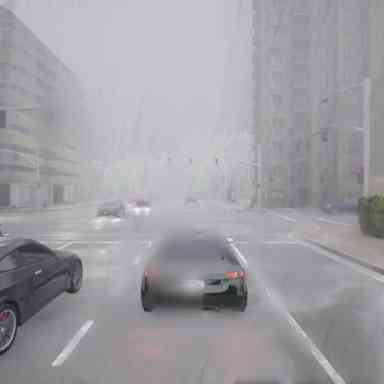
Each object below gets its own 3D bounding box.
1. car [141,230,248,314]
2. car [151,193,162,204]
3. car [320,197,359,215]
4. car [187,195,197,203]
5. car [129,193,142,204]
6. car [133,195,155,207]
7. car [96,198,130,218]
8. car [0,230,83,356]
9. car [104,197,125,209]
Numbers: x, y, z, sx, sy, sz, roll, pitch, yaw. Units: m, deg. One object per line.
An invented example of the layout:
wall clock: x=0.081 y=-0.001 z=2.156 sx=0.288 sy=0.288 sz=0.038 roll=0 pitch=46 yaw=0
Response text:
car: x=0.046 y=1.563 z=7.692 sx=1.994 sy=1.385 sz=4.181 roll=0 pitch=0 yaw=0
car: x=-7.185 y=1.215 z=66.097 sx=2.150 sy=2.045 sz=5.566 roll=0 pitch=0 yaw=0
car: x=15.502 y=1.347 z=33.736 sx=4.553 sy=1.767 sz=2.097 roll=0 pitch=0 yaw=1
car: x=-0.071 y=1.343 z=69.733 sx=2.097 sy=1.767 sz=4.553 roll=0 pitch=0 yaw=0
car: x=-10.693 y=1.216 z=64.114 sx=2.150 sy=2.045 sz=5.566 roll=0 pitch=0 yaw=0
car: x=-7.219 y=1.594 z=50.130 sx=1.895 sy=1.301 sz=4.718 roll=0 pitch=0 yaw=0
car: x=-7.174 y=1.501 z=29.929 sx=1.837 sy=1.490 sz=4.892 roll=0 pitch=0 yaw=0
car: x=-3.462 y=1.525 z=5.888 sx=1.812 sy=1.442 sz=4.674 roll=0 pitch=0 yaw=0
car: x=-10.704 y=1.520 z=45.975 sx=1.812 sy=1.442 sz=4.674 roll=0 pitch=0 yaw=0
